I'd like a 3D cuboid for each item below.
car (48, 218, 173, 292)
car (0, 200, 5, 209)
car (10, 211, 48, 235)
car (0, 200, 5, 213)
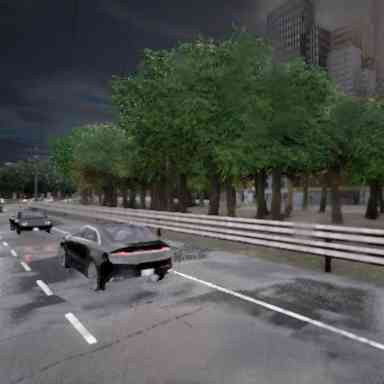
[{"bbox_3d":[-2.361,1.598,9.432,2.128,1.511,4.902,0,-1,-35],"label":"car"},{"bbox_3d":[-34.778,2.147,59.485,1.882,1.535,5.008,0,-1,-24],"label":"car"},{"bbox_3d":[-10.113,1.831,20.704,1.895,1.301,4.718,0,-1,-35],"label":"car"},{"bbox_3d":[-26.711,1.984,44.899,2.128,1.511,4.902,0,-1,-33],"label":"car"}]
